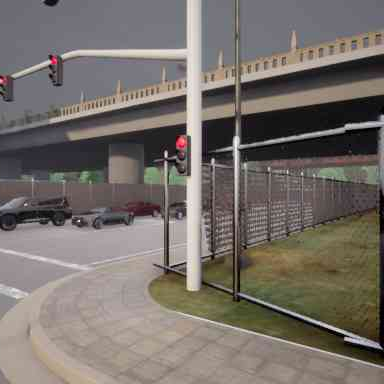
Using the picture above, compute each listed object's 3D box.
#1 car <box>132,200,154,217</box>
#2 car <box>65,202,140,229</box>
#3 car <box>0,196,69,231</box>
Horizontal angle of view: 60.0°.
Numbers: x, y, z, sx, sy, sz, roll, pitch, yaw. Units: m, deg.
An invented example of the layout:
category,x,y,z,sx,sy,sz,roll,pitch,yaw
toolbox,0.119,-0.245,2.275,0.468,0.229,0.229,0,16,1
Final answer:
category,x,y,z,sx,sy,sz,roll,pitch,yaw
car,-4.901,1.533,29.630,1.882,1.535,5.008,0,0,35
car,-5.857,1.619,22.224,1.994,1.385,4.181,0,0,35
car,-10.576,1.277,21.628,2.150,2.045,5.566,0,0,36
